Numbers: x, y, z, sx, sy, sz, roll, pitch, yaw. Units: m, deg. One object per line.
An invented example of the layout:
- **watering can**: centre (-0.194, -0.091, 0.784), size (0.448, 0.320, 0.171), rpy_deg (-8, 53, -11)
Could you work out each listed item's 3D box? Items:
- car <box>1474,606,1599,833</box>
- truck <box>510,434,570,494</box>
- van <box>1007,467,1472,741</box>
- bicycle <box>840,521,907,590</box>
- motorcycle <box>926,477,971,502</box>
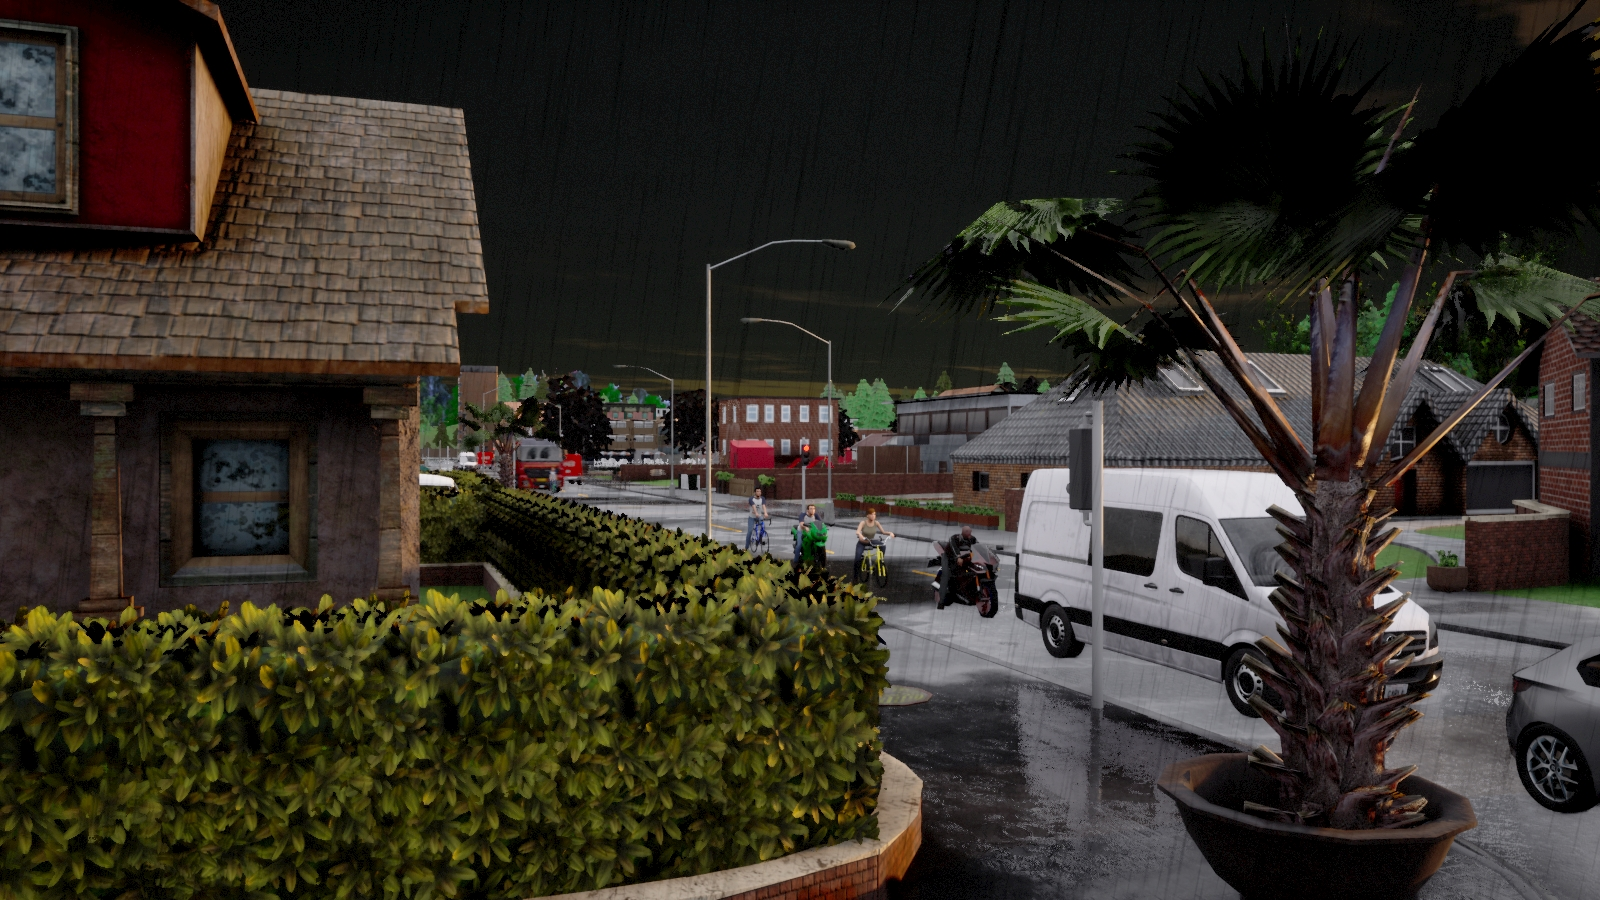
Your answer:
- **car**: centre (6.934, 2.069, 7.650), size (1.816, 1.474, 4.193), rpy_deg (0, 0, -12)
- **truck**: centre (-17.640, 0.895, 77.029), size (2.891, 3.827, 8.468), rpy_deg (0, 0, -20)
- **van**: centre (4.966, 1.538, 14.186), size (1.988, 2.561, 5.915), rpy_deg (0, 0, -20)
- **bicycle**: centre (1.505, 2.162, 23.648), size (0.859, 1.276, 1.487), rpy_deg (0, 0, -19)
- **motorcycle**: centre (8.086, 2.166, 62.332), size (2.356, 1.307, 0.764), rpy_deg (0, 0, -20)
